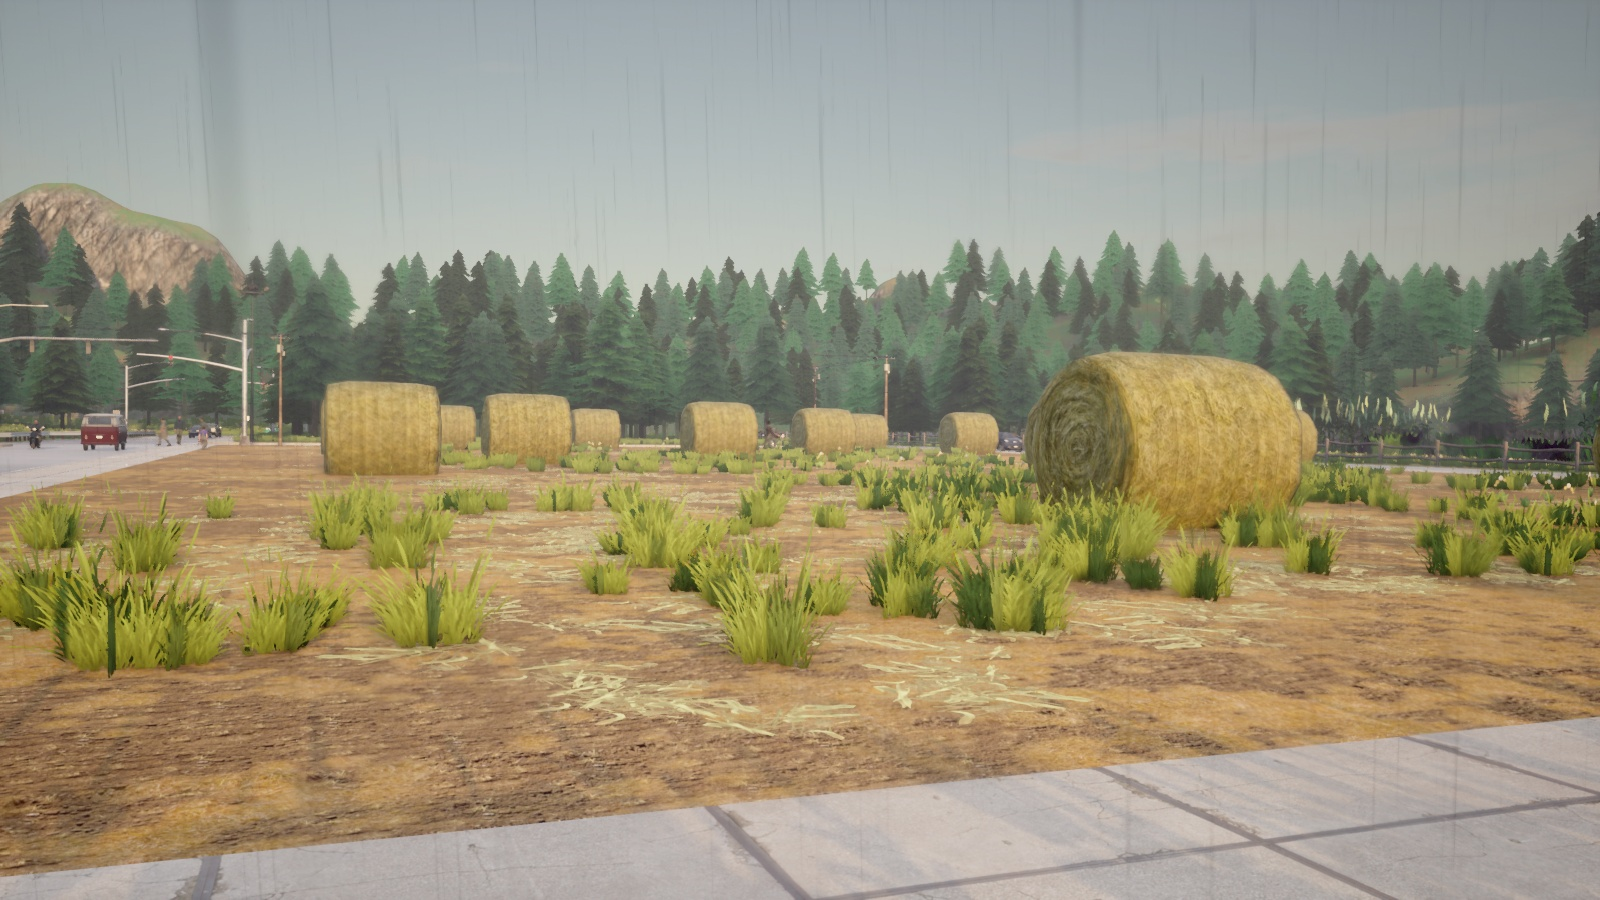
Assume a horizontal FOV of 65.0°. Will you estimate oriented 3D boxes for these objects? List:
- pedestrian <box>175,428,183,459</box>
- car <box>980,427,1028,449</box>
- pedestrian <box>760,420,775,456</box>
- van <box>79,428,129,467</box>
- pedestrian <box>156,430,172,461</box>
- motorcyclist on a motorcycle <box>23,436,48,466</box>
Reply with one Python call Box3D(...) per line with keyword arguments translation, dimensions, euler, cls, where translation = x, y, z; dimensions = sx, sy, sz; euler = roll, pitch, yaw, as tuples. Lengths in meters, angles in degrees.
Box3D(translation=(-38.062, -0.408, 76.966), dimensions=(0.402, 1.842, 0.726), euler=(-1, 1, -26), cls="pedestrian")
Box3D(translation=(14.806, -0.868, 91.266), dimensions=(1.845, 1.501, 3.633), euler=(-1, 1, -20), cls="car")
Box3D(translation=(-1.728, -0.649, 67.033), dimensions=(0.666, 1.930, 0.402), euler=(0, 1, 30), cls="pedestrian")
Box3D(translation=(-37.342, -0.173, 67.446), dimensions=(1.775, 1.987, 4.442), euler=(-1, 1, -22), cls="van")
Box3D(translation=(-40.612, -0.292, 80.146), dimensions=(0.873, 1.952, 0.659), euler=(-1, 1, -26), cls="pedestrian")
Box3D(translation=(-41.194, 0.051, 67.668), dimensions=(0.866, 1.590, 1.817), euler=(-1, 1, -22), cls="motorcyclist on a motorcycle")
